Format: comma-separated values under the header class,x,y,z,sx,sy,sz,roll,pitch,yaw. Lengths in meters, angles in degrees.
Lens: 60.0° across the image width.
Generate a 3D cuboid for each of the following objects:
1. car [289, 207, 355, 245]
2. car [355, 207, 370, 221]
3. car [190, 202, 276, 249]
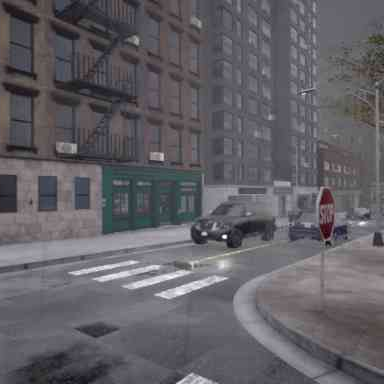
class,x,y,z,sx,sy,sz,roll,pitch,yaw
car,6.992,1.740,17.950,2.097,1.767,4.553,0,-2,38
car,18.635,2.455,37.336,1.812,1.442,4.674,0,-2,39
car,2.279,1.540,16.774,2.150,2.045,5.566,0,-2,39
